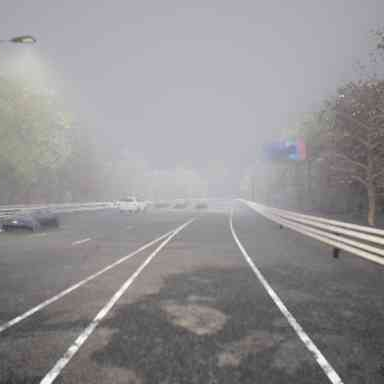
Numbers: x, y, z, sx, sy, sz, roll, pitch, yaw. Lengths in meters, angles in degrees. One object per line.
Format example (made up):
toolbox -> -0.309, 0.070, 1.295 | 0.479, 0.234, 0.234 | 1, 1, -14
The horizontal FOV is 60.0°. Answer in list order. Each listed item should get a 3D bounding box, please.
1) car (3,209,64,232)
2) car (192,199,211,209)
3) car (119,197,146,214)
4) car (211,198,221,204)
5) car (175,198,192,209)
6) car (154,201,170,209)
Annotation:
car -> -10.001, 1.748, 21.324 | 1.994, 1.385, 4.181 | 0, -1, 7
car -> 1.688, 2.329, 57.839 | 1.895, 1.301, 4.718 | 0, -1, 7
car -> -7.388, 1.688, 41.912 | 2.150, 2.045, 5.566 | 0, -1, 7
car -> 6.436, 2.801, 95.267 | 2.128, 1.511, 4.902 | 0, -1, 7
car -> -1.784, 2.259, 58.298 | 2.033, 1.411, 5.357 | 0, -1, 7
car -> -5.242, 2.298, 58.842 | 1.895, 1.301, 4.718 | 0, -1, 7
